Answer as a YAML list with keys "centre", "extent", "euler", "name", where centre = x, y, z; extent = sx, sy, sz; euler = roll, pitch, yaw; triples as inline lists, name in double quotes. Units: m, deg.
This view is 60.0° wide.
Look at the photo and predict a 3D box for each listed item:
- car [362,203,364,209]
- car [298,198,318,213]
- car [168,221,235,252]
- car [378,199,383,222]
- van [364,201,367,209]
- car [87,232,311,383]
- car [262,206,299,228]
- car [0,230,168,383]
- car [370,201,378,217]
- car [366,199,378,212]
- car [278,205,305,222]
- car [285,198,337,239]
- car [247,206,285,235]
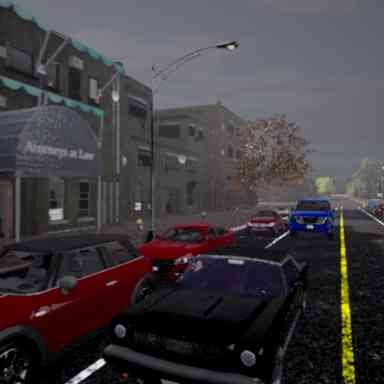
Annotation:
- centre: [30.429, 2.189, 57.416]
  extent: [1.752, 1.417, 4.829]
  euler: [0, -1, 24]
  name: "car"
- centre: [15.903, 1.780, 45.502]
  extent: [2.192, 1.841, 5.009]
  euler: [0, -1, 24]
  name: "car"
- centre: [0.017, 1.621, 10.061]
  extent: [1.887, 1.381, 4.507]
  euler: [0, -1, 24]
  name: "car"
- centre: [16.743, 1.646, 26.888]
  extent: [2.192, 1.841, 5.009]
  euler: [0, -1, 24]
  name: "car"
- centre: [25.820, 1.893, 47.138]
  extent: [1.690, 1.788, 3.998]
  euler: [0, -1, 24]
  name: "van"
- centre: [0.739, 1.647, 5.331]
  extent: [1.895, 1.301, 4.718]
  euler: [0, 0, 24]
  name: "car"
- centre: [6.825, 1.794, 25.248]
  extent: [2.008, 1.369, 4.403]
  euler: [0, -1, 24]
  name: "car"
- centre: [-2.253, 1.461, 4.999]
  extent: [1.967, 1.590, 4.097]
  euler: [0, -1, 24]
  name: "car"
- centre: [21.282, 2.023, 37.010]
  extent: [1.802, 1.307, 4.206]
  euler: [0, -1, 24]
  name: "car"
- centre: [23.621, 2.024, 42.228]
  extent: [1.752, 1.417, 4.829]
  euler: [0, -1, 24]
  name: "car"
- centre: [9.095, 1.880, 30.311]
  extent: [1.802, 1.307, 4.206]
  euler: [0, -1, 24]
  name: "car"
- centre: [7.044, 1.419, 19.148]
  extent: [2.150, 2.045, 5.566]
  euler: [0, 0, 24]
  name: "car"
- centre: [4.556, 1.769, 20.185]
  extent: [1.802, 1.307, 4.206]
  euler: [0, -1, 24]
  name: "car"
